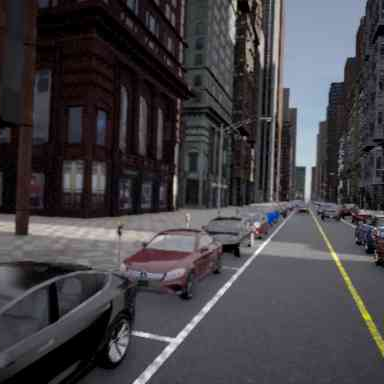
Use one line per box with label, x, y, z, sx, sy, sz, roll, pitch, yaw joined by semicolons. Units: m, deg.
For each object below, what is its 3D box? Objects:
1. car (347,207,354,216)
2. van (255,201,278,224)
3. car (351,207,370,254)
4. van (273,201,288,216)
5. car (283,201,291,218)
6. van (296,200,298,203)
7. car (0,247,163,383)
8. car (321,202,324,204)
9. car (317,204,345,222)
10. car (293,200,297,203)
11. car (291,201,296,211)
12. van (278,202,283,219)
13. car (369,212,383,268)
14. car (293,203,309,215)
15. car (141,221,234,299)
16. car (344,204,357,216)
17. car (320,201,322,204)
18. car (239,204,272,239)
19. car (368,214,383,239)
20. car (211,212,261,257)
car;16.803;2.496;32.657;1.887;1.381;4.507;2;-1;19
van;5.120;1.761;24.713;1.690;1.788;3.998;2;-1;19
car;9.059;1.842;15.588;2.097;1.767;4.553;2;-1;19
van;12.358;2.244;46.059;1.690;1.788;3.998;2;-1;19
car;10.549;2.096;40.723;2.192;1.841;5.009;2;-1;19
van;25.023;3.112;83.419;1.690;1.788;3.998;2;-1;19
car;-2.126;1.513;3.362;1.947;1.339;4.313;2;-1;19
car;33.090;3.503;80.687;1.967;1.590;4.097;2;-1;19
car;15.541;2.437;37.441;2.128;1.511;4.902;2;-1;19
car;21.396;3.087;72.742;1.947;1.339;4.313;2;-1;19
car;17.778;2.816;62.069;1.887;1.381;4.507;2;-1;19
van;6.930;1.881;30.049;1.690;1.788;3.998;2;-1;19
car;6.932;1.703;10.011;2.097;1.767;4.553;1;0;21
car;16.913;2.729;50.918;1.895;1.301;4.718;2;-1;19
car;-0.317;1.646;8.700;1.802;1.307;4.206;2;-1;19
car;20.430;2.509;43.332;2.192;1.841;5.009;2;-1;19
car;34.951;3.717;86.183;1.752;1.417;4.829;2;-1;19
car;3.307;1.740;19.375;1.967;1.590;4.097;2;-1;19
car;13.184;2.262;21.984;2.008;1.369;4.403;2;-1;19
car;1.493;1.747;14.037;1.947;1.339;4.313;2;-1;19
